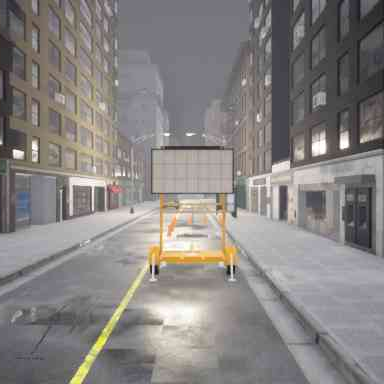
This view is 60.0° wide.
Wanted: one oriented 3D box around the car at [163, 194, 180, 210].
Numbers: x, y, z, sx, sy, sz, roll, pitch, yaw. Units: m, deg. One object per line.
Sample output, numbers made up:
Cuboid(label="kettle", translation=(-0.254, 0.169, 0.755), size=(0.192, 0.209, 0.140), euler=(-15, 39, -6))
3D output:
Cuboid(label="car", translation=(-2.788, 1.199, 42.828), size=(2.150, 2.045, 5.566), euler=(0, 0, 0))

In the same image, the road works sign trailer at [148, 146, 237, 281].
Cuboid(label="road works sign trailer", translation=(0.015, 0.463, 9.795), size=(2.380, 3.560, 2.880), euler=(0, 0, 0))
